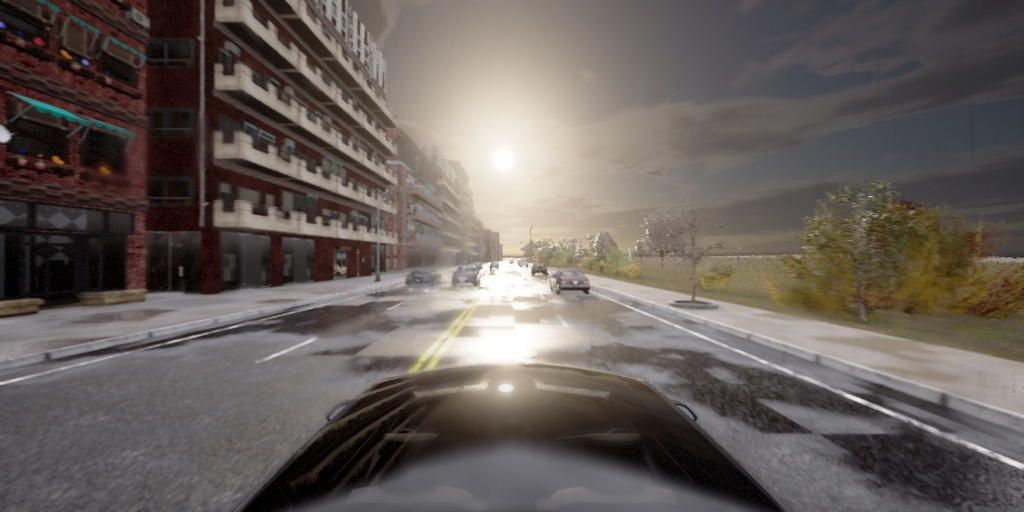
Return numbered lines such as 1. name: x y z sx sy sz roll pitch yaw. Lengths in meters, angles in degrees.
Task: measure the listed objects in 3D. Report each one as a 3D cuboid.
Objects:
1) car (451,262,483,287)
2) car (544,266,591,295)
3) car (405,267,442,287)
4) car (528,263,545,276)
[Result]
1. car: -3.362 1.466 26.908 2.128 1.511 4.902 0 0 0
2. car: 3.337 1.474 21.430 2.033 1.411 5.357 0 0 0
3. car: -6.611 1.541 27.190 1.994 1.385 4.181 0 -1 0
4. car: 3.323 1.645 44.807 1.837 1.490 4.892 0 0 0
